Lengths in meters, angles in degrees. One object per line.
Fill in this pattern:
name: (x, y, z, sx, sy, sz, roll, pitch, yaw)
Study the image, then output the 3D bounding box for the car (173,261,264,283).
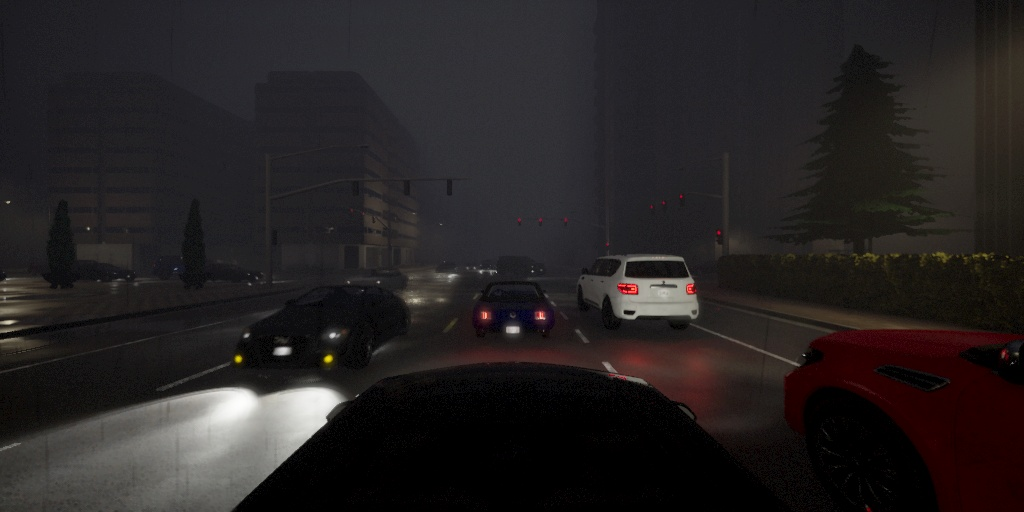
car: (-22.006, 1.291, 27.271, 5.357, 1.411, 2.033, 0, 0, 1)

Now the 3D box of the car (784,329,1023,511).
car: (3.601, 0.972, 0.938, 2.150, 2.045, 5.566, 0, 0, 0)

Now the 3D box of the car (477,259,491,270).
car: (-3.675, 1.242, 52.827, 1.837, 1.490, 4.892, 0, 0, 0)

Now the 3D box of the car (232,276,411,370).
car: (-3.609, 1.312, 7.632, 1.994, 1.385, 4.181, 0, 0, 0)

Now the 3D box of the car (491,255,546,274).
car: (0.786, 0.962, 35.456, 2.150, 2.045, 5.566, -1, 1, -44)

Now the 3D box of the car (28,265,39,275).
car: (-48.319, 1.218, 38.220, 5.008, 1.535, 1.882, 0, 0, 0)

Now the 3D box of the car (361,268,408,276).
car: (-7.126, 1.346, 19.343, 1.895, 1.301, 4.718, 0, 0, 0)

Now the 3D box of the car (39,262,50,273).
car: (-36.971, 1.095, 30.927, 4.553, 1.767, 2.097, 0, 0, 1)

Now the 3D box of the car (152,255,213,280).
car: (-27.502, 0.965, 30.842, 5.566, 2.045, 2.150, 0, 0, 0)

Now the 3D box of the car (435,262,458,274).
car: (-7.159, 1.304, 39.805, 1.994, 1.385, 4.181, 0, 0, 0)

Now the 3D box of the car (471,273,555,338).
car: (0.044, 1.349, 10.171, 1.895, 1.301, 4.718, 0, 0, 0)

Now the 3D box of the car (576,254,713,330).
car: (3.575, 0.969, 11.299, 2.150, 2.045, 5.566, 0, 0, -2)

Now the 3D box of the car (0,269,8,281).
car: (-41.843, 1.269, 27.466, 4.674, 1.442, 1.812, 0, 0, 1)

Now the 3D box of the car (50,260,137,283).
car: (-31.590, 1.269, 27.379, 4.674, 1.442, 1.812, 0, 0, 1)

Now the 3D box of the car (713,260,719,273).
car: (20.822, 1.219, 37.630, 5.008, 1.535, 1.882, 0, 0, 1)

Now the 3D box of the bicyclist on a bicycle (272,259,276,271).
bicyclist on a bicycle: (-28.697, 1.040, 42.836, 0.582, 1.620, 1.656, 0, 0, 0)
